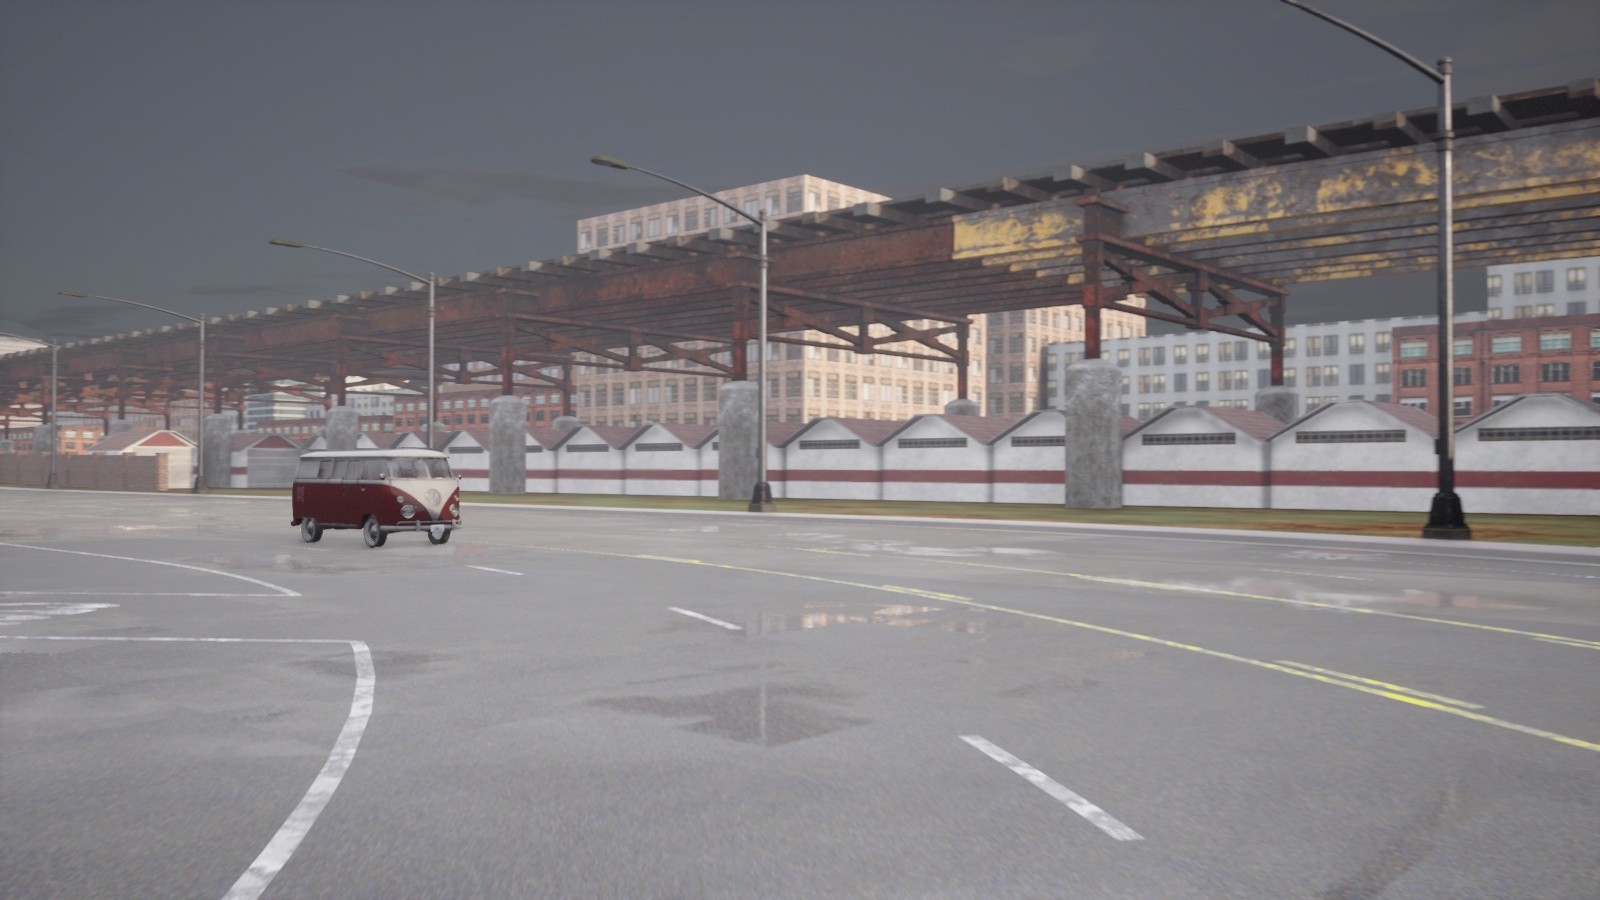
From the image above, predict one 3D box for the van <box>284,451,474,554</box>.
[{"bbox_3d":[-8.898,1.055,26.367,4.442,1.987,1.775,-1,-1,41],"label":"van"}]
